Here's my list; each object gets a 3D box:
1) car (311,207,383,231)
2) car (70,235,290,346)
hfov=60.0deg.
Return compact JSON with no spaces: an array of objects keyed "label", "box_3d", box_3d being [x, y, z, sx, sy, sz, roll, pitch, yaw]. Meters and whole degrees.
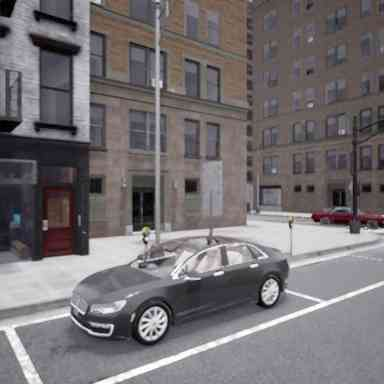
[{"label":"car","box_3d":[10.344,1.664,21.508,1.895,1.301,4.718,0,0,-42]},{"label":"car","box_3d":[0.017,1.552,6.268,4.403,1.369,2.008,0,0,-37]}]
